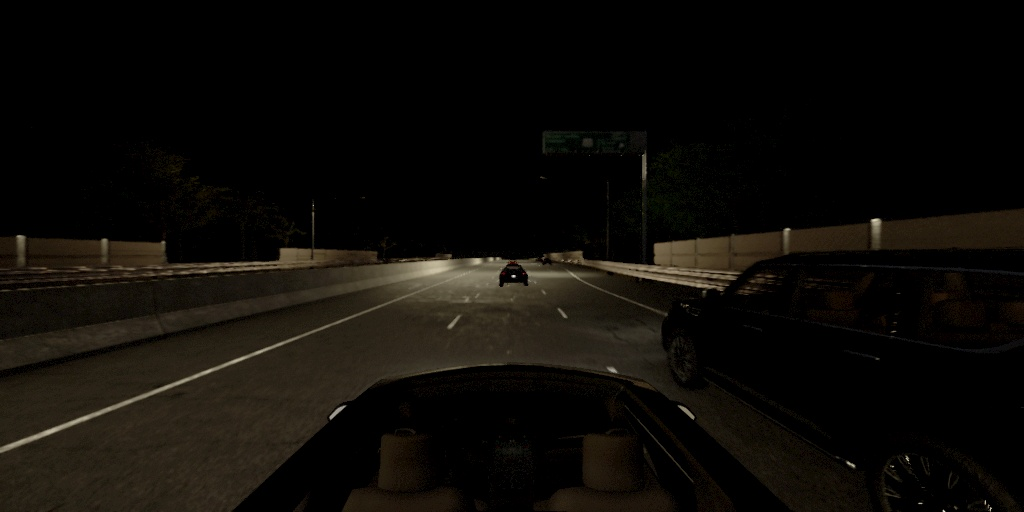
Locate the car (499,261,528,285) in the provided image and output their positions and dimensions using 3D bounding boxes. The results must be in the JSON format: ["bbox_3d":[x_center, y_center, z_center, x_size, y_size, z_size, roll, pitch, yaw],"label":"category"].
[{"bbox_3d":[0.113,1.313,25.781,1.994,1.385,4.181,0,0,0],"label":"car"}]

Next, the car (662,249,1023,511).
[{"bbox_3d":[3.600,0.971,3.690,2.150,2.045,5.566,0,0,0],"label":"car"}]
